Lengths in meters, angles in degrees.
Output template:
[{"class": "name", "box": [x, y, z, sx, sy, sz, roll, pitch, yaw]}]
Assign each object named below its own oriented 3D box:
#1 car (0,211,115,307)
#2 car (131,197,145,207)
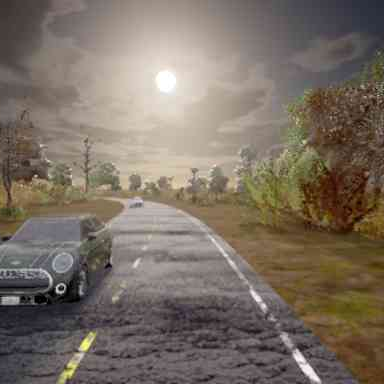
[{"class": "car", "box": [-3.330, 1.354, 8.206, 2.097, 1.767, 4.553, 0, 0, -2]}, {"class": "car", "box": [-8.253, 1.510, 50.525, 1.812, 1.442, 4.674, 0, 0, -11]}]
